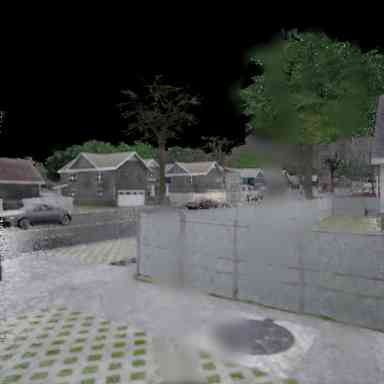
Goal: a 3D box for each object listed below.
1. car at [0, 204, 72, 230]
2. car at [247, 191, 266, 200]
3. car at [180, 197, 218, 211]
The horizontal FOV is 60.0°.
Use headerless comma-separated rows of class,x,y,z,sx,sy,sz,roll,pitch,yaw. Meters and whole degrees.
car,-9.557,1.447,20.357,1.994,1.385,4.181,0,0,33
car,9.693,0.682,49.164,1.837,1.490,4.892,0,1,34
car,0.884,1.293,36.068,2.033,1.411,5.357,0,0,34
